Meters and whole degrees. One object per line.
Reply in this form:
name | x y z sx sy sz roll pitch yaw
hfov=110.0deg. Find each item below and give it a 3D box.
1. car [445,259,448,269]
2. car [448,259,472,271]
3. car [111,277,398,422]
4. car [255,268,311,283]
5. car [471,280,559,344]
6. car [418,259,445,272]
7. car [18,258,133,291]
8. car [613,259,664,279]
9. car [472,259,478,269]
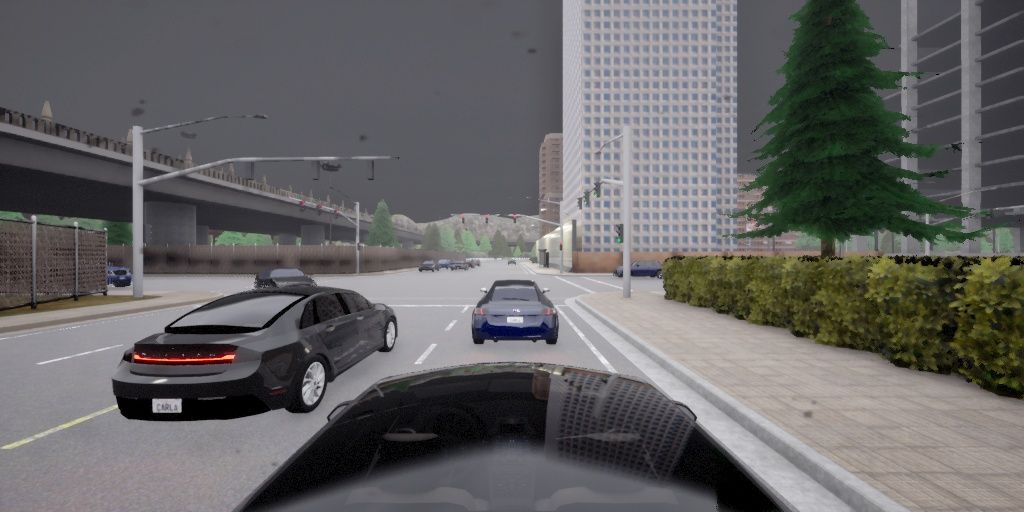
car | -10.599 1.228 55.881 1.882 1.535 5.008 0 0 0
car | -7.095 1.314 49.184 1.994 1.385 4.181 0 0 0
car | -3.441 1.255 6.020 1.837 1.490 4.892 0 0 0
car | -11.771 1.320 18.531 5.357 1.411 2.033 0 -1 44
car | 0.077 1.314 9.564 1.994 1.385 4.181 0 0 0
car | -10.602 1.297 46.431 2.033 1.411 5.357 0 0 0
car | -26.746 1.030 22.068 5.566 2.045 2.150 0 0 0
car | 11.637 1.157 32.856 4.553 1.767 2.097 0 0 0
car | -7.094 1.351 57.938 1.895 1.301 4.718 0 0 0
